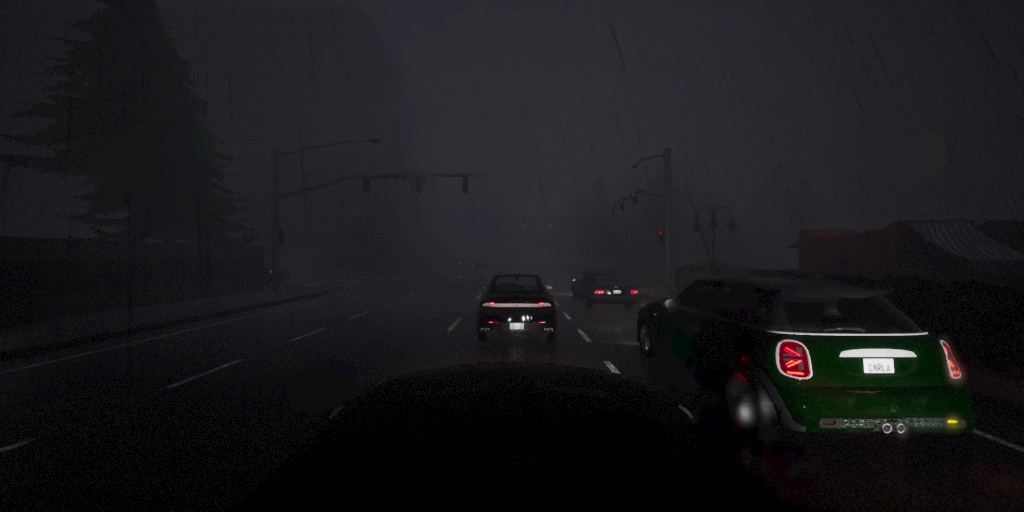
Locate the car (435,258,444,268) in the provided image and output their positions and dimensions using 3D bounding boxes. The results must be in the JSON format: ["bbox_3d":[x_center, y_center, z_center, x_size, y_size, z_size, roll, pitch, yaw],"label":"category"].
[{"bbox_3d":[-10.193,1.351,56.502,1.895,1.301,4.718,0,0,-26],"label":"car"}]

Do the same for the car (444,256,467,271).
[{"bbox_3d":[-7.625,1.102,47.886,2.097,1.767,4.553,0,0,-12],"label":"car"}]

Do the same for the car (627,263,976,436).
[{"bbox_3d":[3.630,1.102,5.658,2.097,1.767,4.553,0,0,0],"label":"car"}]

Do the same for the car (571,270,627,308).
[{"bbox_3d":[3.706,1.297,15.031,2.033,1.411,5.357,0,0,1],"label":"car"}]

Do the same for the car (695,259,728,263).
[{"bbox_3d":[16.845,1.157,29.139,4.553,1.767,2.097,0,0,1],"label":"car"}]

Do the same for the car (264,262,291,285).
[{"bbox_3d":[-18.796,1.157,26.197,4.553,1.767,2.097,0,0,1],"label":"car"}]

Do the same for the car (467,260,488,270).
[{"bbox_3d":[-4.714,1.314,51.516,1.994,1.385,4.181,0,0,-18],"label":"car"}]

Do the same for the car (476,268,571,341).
[{"bbox_3d":[0.134,1.242,9.856,2.128,1.511,4.902,0,0,1],"label":"car"}]
